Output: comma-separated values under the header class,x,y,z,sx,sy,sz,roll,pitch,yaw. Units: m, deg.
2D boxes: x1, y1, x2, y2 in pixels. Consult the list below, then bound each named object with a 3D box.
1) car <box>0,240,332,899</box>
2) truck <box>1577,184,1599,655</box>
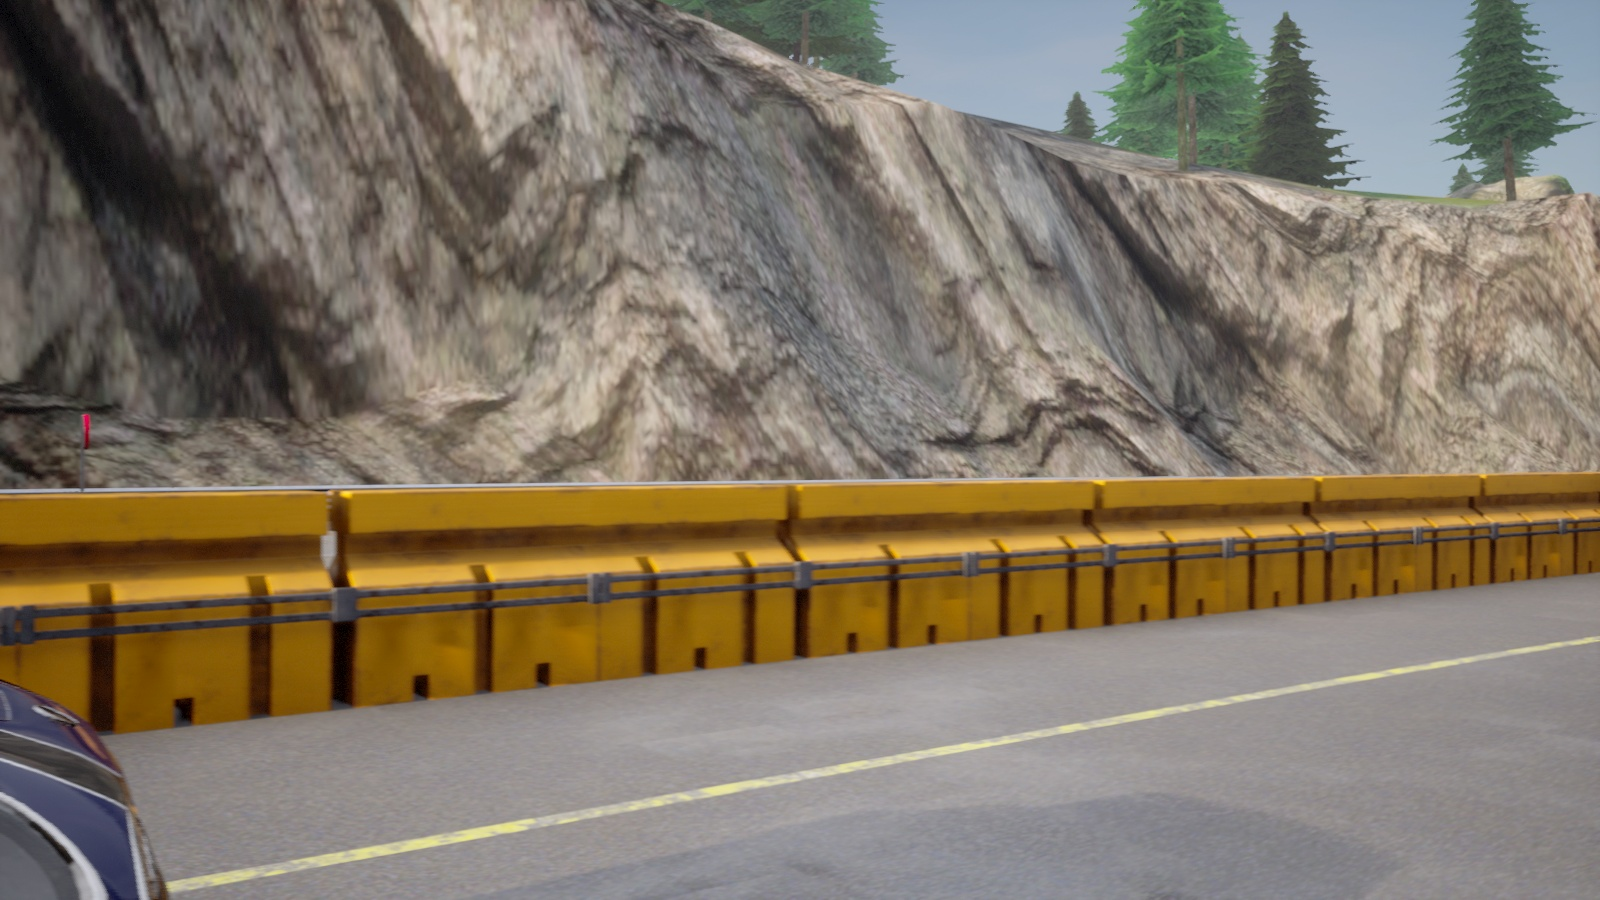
class,x,y,z,sx,sy,sz,roll,pitch,yaw
car,-3.173,0.614,1.452,4.553,1.767,2.097,0,0,-35
truck,9.921,-0.233,10.253,7.936,3.462,2.891,0,0,-32
